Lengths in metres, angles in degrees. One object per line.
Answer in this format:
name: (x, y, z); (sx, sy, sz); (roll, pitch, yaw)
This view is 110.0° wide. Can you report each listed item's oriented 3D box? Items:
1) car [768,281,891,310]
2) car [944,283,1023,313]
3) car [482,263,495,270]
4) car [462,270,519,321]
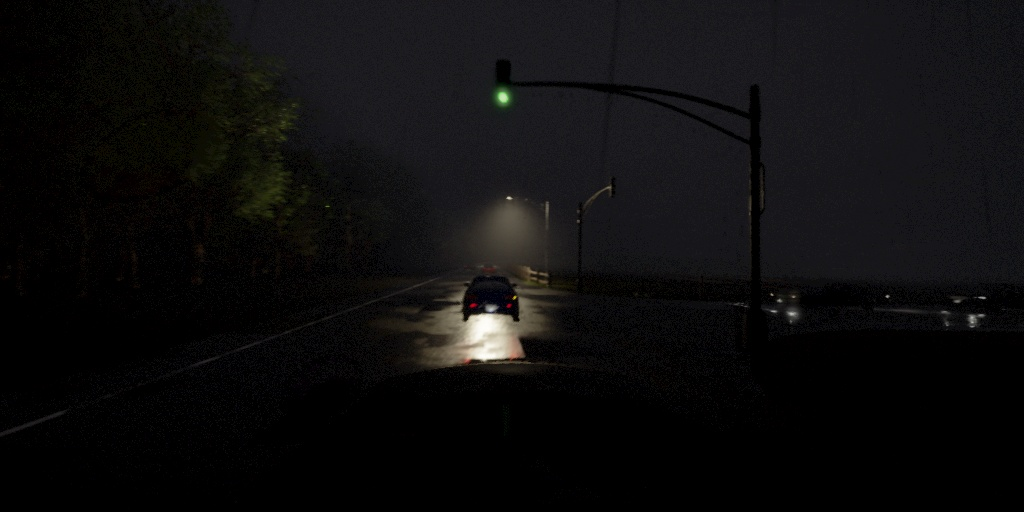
car: (16.640, 2.031, 18.861); (5.357, 1.411, 2.033); (2, -2, -3)
car: (26.398, 2.244, 19.444); (4.902, 1.511, 2.128); (2, -2, -4)
car: (-3.506, 1.932, 54.018); (1.994, 1.385, 4.181); (1, -1, -4)
car: (-0.773, 1.410, 12.979); (1.812, 1.442, 4.674); (1, -1, -4)
